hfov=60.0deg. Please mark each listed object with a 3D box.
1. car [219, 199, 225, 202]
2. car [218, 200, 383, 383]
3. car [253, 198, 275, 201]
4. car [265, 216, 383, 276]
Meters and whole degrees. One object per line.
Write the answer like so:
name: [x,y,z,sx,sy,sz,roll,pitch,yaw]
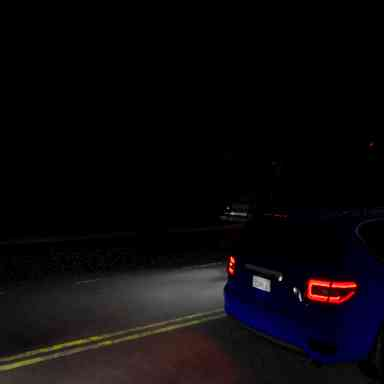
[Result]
car: [2.656,1.491,38.116,2.128,1.511,4.902,0,0,-31]
car: [3.109,1.221,5.558,5.566,2.045,2.150,0,0,-33]
car: [7.942,1.547,29.232,2.033,1.411,5.357,0,0,-31]
car: [4.830,1.601,10.946,4.718,1.301,1.895,0,0,-31]
